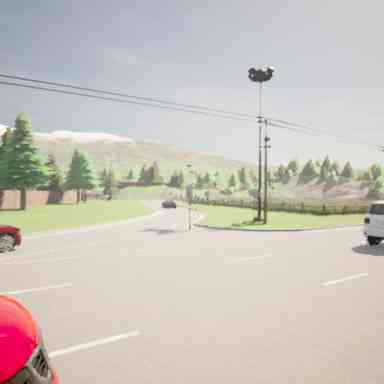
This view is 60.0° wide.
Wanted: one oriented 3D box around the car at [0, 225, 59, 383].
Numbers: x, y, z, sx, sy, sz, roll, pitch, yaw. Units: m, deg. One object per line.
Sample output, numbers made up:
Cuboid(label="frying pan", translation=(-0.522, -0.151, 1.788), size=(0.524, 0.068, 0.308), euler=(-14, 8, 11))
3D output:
Cuboid(label="car", translation=(-3.461, 1.196, 1.276), size=(5.566, 2.045, 2.150), euler=(1, 0, -36))

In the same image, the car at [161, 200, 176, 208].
Cuboid(label="car", translation=(-3.762, 1.912, 53.879), size=(1.994, 1.385, 4.181), euler=(1, 0, -12))

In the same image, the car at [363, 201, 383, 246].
Cuboid(label="car", translation=(10.069, 1.428, 15.241), size=(5.566, 2.045, 2.150), euler=(1, 0, -36))

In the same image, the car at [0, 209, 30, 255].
Cuboid(label="car", translation=(-8.445, 1.474, 11.318), size=(1.882, 1.535, 5.008), euler=(1, 0, 32))
